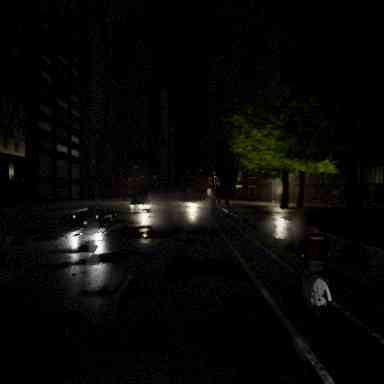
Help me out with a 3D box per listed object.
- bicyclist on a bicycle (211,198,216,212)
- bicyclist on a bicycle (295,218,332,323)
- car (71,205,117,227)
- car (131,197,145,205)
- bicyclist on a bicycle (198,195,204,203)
[{"bbox_3d":[2.274,1.478,35.233,0.582,1.620,1.656,0,0,0],"label":"bicyclist on a bicycle"},{"bbox_3d":[2.237,1.373,6.308,0.659,1.776,1.843,0,0,0],"label":"bicyclist on a bicycle"},{"bbox_3d":[-6.601,1.610,22.821,1.895,1.301,4.718,0,0,0],"label":"car"},{"bbox_3d":[-9.765,1.612,60.095,1.812,1.442,4.674,0,0,0],"label":"car"},{"bbox_3d":[2.281,1.496,72.713,0.659,1.776,1.843,0,0,0],"label":"bicyclist on a bicycle"}]
